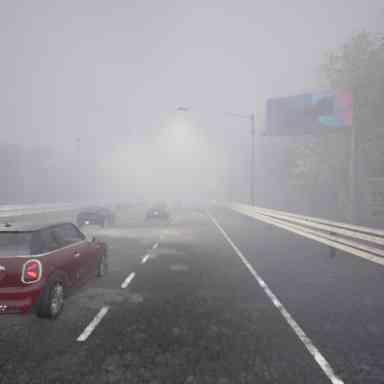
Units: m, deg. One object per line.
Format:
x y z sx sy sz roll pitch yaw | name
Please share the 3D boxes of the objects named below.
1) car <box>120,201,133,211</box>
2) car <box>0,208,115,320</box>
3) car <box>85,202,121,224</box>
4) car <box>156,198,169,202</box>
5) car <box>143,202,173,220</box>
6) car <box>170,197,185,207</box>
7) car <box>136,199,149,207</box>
-10.035 2.050 49.313 1.812 1.442 4.674 0 -1 1 | car
-3.454 1.425 7.661 2.097 1.767 4.553 0 -1 1 | car
-6.789 1.750 24.015 1.837 1.490 4.892 0 -1 1 | car
-6.358 2.264 67.214 2.128 1.511 4.902 0 -1 1 | car
-3.205 1.912 32.011 1.994 1.385 4.181 0 -1 1 | car
-2.858 2.264 67.129 1.882 1.535 5.008 0 -1 1 | car
-9.856 2.110 67.237 2.097 1.767 4.553 0 -1 1 | car
